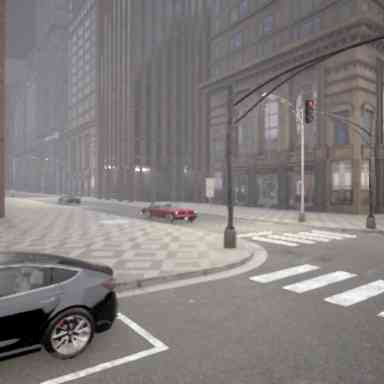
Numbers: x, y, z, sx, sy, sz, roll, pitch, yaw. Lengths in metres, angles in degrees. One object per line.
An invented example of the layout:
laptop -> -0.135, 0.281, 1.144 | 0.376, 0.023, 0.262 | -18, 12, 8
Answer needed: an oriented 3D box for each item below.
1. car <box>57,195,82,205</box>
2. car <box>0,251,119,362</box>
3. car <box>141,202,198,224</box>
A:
car -> -15.557, 0.977, 42.182 | 1.895, 1.301, 4.718 | 0, 1, -35
car -> -3.120, 1.566, 4.421 | 4.313, 1.339, 1.947 | 0, 0, -36
car -> -1.616, 1.339, 22.808 | 1.895, 1.301, 4.718 | 0, 1, -36
